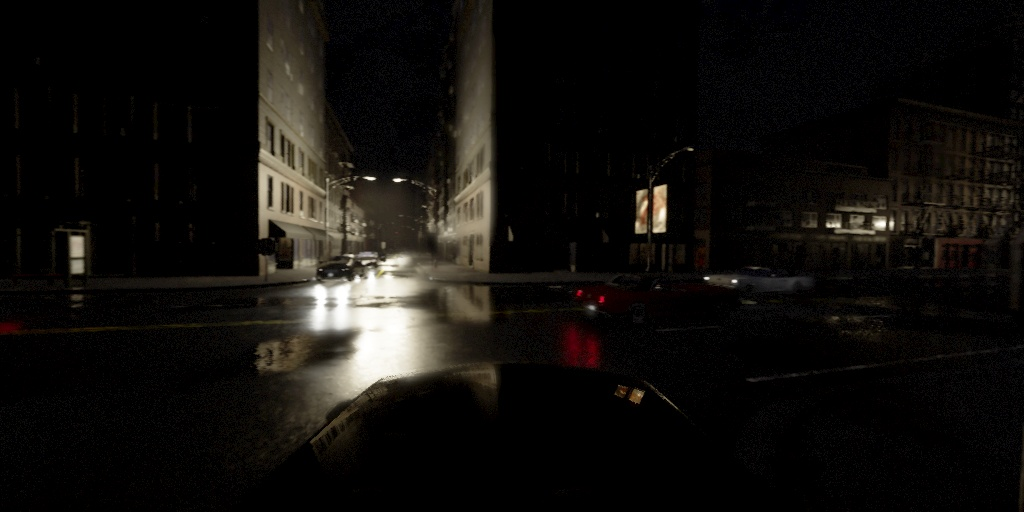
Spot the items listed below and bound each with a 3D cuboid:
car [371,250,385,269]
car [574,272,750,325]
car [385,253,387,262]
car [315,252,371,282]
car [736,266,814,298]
[{"bbox_3d":[-13.175,0.357,32.853,2.128,1.511,4.902,0,1,-17],"label":"car"},{"bbox_3d":[4.400,1.189,10.803,4.718,1.301,1.895,0,1,-17],"label":"car"},{"bbox_3d":[-16.834,0.017,45.154,1.882,1.535,5.008,0,2,-17],"label":"car"},{"bbox_3d":[-10.043,0.659,21.237,2.128,1.511,4.902,0,1,-12],"label":"car"},{"bbox_3d":[11.249,1.137,16.460,4.718,1.301,1.895,0,1,-17],"label":"car"}]
